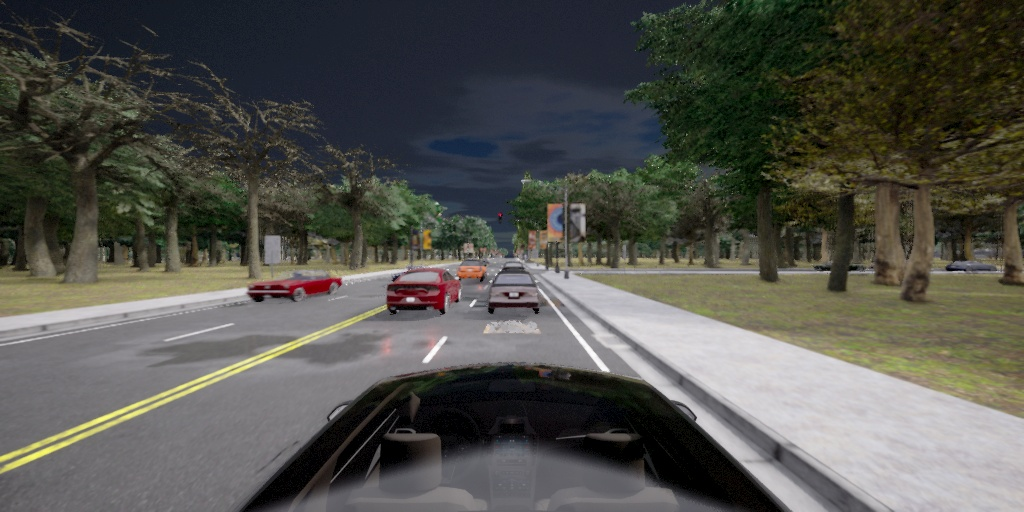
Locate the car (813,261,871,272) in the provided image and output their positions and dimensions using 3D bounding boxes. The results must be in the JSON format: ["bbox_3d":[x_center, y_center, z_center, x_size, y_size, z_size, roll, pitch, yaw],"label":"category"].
[{"bbox_3d":[37.685,1.245,41.266,4.718,1.301,1.895,0,0,0],"label":"car"}]

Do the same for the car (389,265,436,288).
[{"bbox_3d":[-6.576,1.309,24.260,1.895,1.301,4.718,0,0,0],"label":"car"}]

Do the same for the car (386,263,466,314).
[{"bbox_3d":[-3.135,1.204,13.579,1.882,1.535,5.008,0,0,0],"label":"car"}]

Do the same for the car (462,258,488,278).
[{"bbox_3d":[-3.145,1.054,28.794,2.097,1.767,4.553,0,0,0],"label":"car"}]

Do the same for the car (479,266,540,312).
[{"bbox_3d":[0.078,1.273,13.945,2.033,1.411,5.357,0,0,0],"label":"car"}]

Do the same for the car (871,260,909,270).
[{"bbox_3d":[47.164,1.182,44.009,5.357,1.411,2.033,0,0,0],"label":"car"}]

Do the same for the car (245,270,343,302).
[{"bbox_3d":[-9.843,1.321,16.645,1.895,1.301,4.718,0,0,0],"label":"car"}]

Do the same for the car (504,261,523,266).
[{"bbox_3d":[0.094,1.179,29.136,1.882,1.535,5.008,0,0,-1],"label":"car"}]
